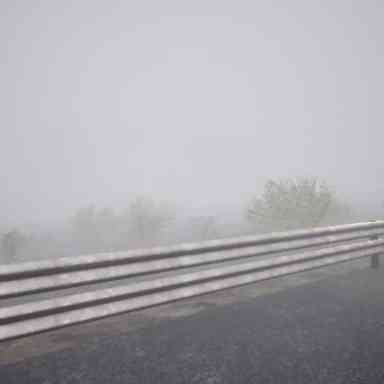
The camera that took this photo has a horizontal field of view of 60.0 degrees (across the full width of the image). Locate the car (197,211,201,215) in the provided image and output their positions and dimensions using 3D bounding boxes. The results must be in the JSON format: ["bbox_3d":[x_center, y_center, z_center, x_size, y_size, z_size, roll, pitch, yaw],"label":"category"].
[{"bbox_3d":[3.135,3.789,59.177,4.892,1.490,1.837,-4,3,-21],"label":"car"}]

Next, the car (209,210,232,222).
[{"bbox_3d":[5.747,3.912,52.683,4.902,1.511,2.128,-4,3,-21],"label":"car"}]

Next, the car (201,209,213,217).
[{"bbox_3d":[4.420,3.874,55.921,4.674,1.442,1.812,-4,3,-21],"label":"car"}]

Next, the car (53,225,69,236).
[{"bbox_3d":[-17.700,5.536,47.408,4.902,1.511,2.128,-4,3,-21],"label":"car"}]
